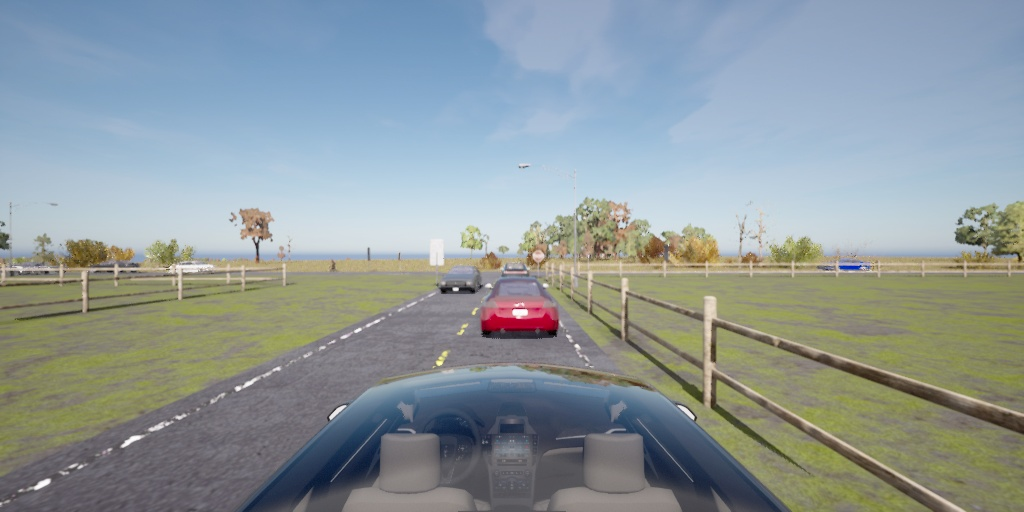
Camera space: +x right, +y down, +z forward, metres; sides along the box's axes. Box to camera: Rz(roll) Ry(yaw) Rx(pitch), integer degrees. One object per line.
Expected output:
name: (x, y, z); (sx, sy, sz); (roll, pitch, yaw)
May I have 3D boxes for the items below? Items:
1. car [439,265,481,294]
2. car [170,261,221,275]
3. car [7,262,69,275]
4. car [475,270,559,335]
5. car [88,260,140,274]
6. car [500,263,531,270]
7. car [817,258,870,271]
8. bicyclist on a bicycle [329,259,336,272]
car: (-2.724, 1.243, 20.243); (2.033, 1.411, 5.357); (0, 0, 1)
car: (-34.196, 1.261, 38.746); (4.674, 1.442, 1.812); (0, 0, 1)
car: (-51.532, 1.397, 39.068); (4.718, 1.301, 1.895); (0, 0, 1)
car: (0.158, 1.288, 10.423); (1.994, 1.385, 4.181); (0, 0, -1)
car: (-46.333, 1.252, 41.793); (4.902, 1.511, 2.128); (0, 0, 1)
car: (0.215, 1.175, 23.946); (2.128, 1.511, 4.902); (0, 0, 0)
car: (37.542, 1.033, 40.721); (5.008, 1.535, 1.882); (0, 0, 1)
bicyclist on a bicycle: (-22.286, 1.135, 44.552); (0.582, 1.620, 1.656); (0, 0, 1)
